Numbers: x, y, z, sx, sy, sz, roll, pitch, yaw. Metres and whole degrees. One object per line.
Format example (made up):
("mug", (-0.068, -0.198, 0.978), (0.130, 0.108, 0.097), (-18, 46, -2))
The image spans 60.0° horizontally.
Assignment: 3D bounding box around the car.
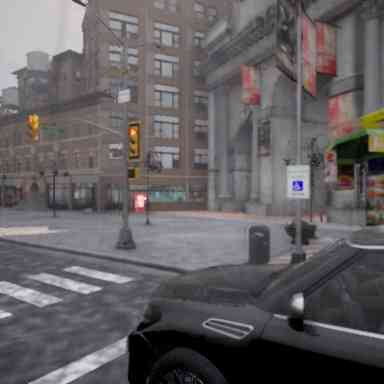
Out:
("car", (1.989, 1.221, 2.566), (5.566, 2.045, 2.150), (0, 0, 36))
